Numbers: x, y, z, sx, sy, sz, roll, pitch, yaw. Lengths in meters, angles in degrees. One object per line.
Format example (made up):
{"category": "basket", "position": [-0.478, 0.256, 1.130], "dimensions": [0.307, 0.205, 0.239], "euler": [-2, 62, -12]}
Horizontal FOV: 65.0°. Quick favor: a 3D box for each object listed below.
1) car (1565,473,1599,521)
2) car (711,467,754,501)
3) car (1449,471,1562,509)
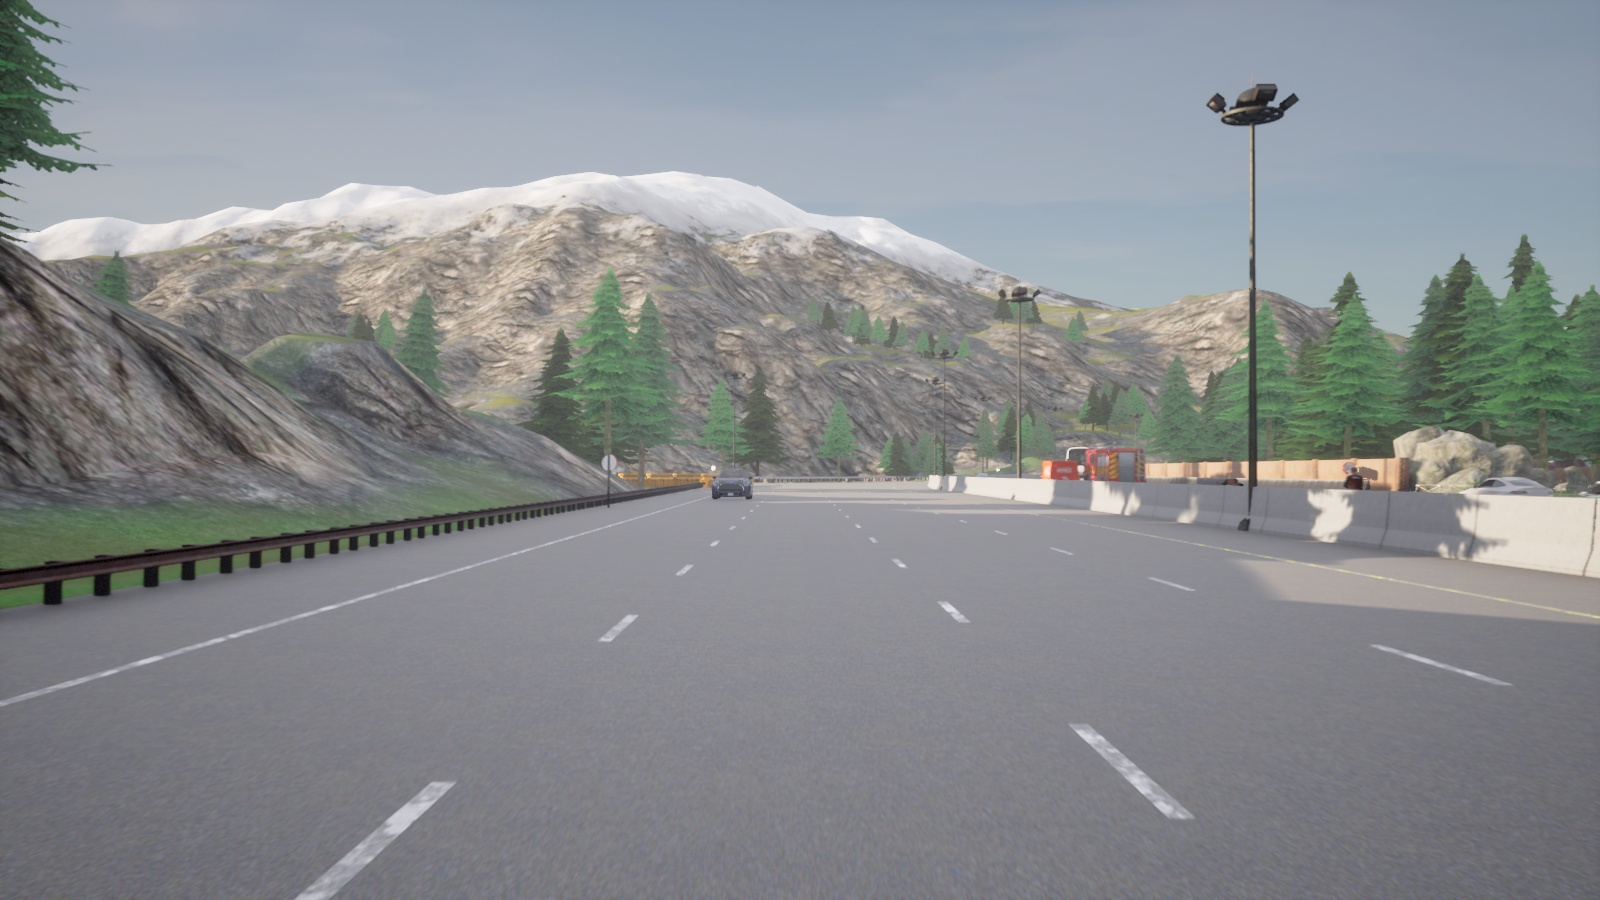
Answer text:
{"category": "car", "position": [24.409, 1.403, 37.741], "dimensions": [1.481, 1.376, 2.207], "euler": [0, 0, 0]}
{"category": "car", "position": [-3.667, 1.840, 68.808], "dimensions": [2.097, 1.767, 4.553], "euler": [0, -1, 0]}
{"category": "car", "position": [27.879, 1.563, 49.821], "dimensions": [1.812, 1.442, 4.674], "euler": [0, -1, 0]}
